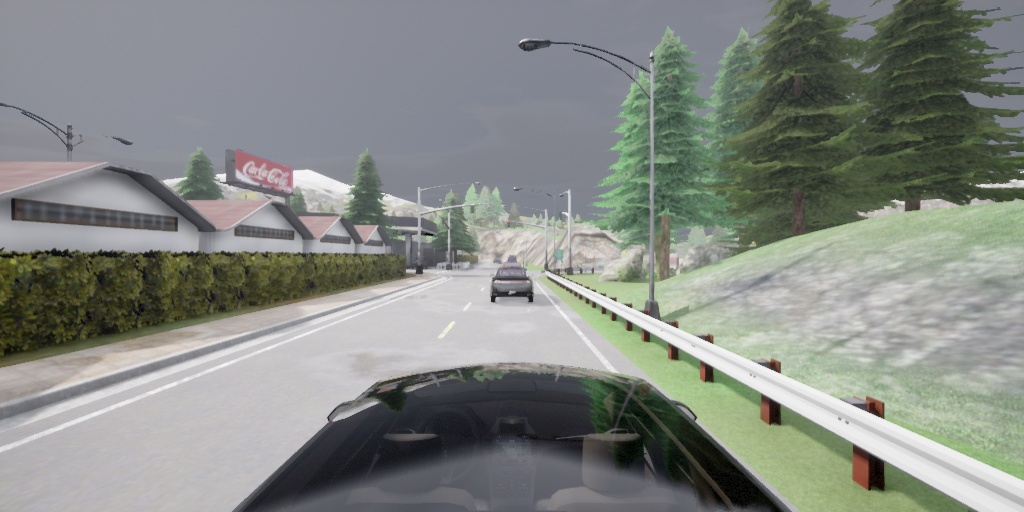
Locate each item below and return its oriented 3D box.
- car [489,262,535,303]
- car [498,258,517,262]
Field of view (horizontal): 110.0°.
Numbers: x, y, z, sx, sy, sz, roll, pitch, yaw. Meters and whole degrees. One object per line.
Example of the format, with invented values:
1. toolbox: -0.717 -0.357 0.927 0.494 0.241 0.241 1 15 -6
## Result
1. car: 0.001 1.233 16.500 2.128 1.511 4.902 0 0 0
2. car: 0.001 1.209 31.500 1.882 1.535 5.008 0 0 0
